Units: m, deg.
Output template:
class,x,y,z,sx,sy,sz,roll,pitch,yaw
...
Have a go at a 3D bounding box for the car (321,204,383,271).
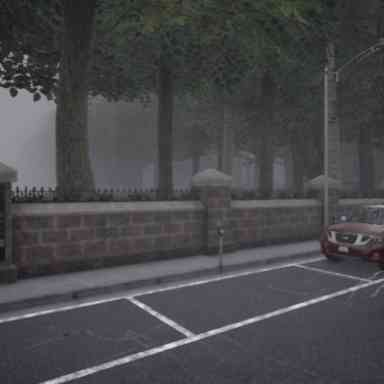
class,x,y,z,sx,sy,sz,roll,pitch,yaw
car,6.462,1.352,11.146,5.009,1.841,2.192,0,0,-36
